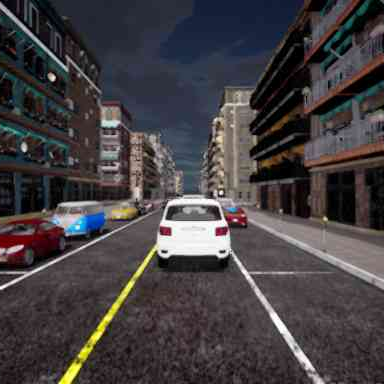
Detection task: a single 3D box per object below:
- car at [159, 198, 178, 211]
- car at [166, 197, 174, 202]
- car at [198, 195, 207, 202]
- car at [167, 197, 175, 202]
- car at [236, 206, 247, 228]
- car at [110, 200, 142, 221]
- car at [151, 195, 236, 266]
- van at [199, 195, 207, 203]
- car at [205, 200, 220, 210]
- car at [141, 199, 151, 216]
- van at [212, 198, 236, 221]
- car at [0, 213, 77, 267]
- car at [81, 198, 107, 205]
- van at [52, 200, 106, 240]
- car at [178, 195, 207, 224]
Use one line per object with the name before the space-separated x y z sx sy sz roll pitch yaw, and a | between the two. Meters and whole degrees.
car | -3.099 1.652 44.343 2.128 1.511 4.902 0 0 0
car | -5.898 2.003 88.819 1.802 1.307 4.206 -1 0 0
car | 2.665 1.737 88.777 2.192 1.841 5.009 -1 0 0
car | -5.902 2.027 94.341 1.947 1.339 4.313 -1 0 0
car | 2.670 1.615 22.736 1.887 1.381 4.507 0 0 0
car | -5.714 1.616 28.248 1.752 1.417 4.829 0 0 0
car | 0.058 1.255 11.751 2.150 2.045 5.566 0 0 0
van | 2.757 1.725 83.279 1.690 1.788 3.998 -1 0 0
car | 2.763 1.746 45.377 1.802 1.307 4.206 0 0 0
car | -5.717 1.679 34.079 1.947 1.339 4.313 0 0 0
van | 2.665 1.433 28.397 1.690 1.788 3.998 0 0 0
car | -5.702 1.614 11.432 1.802 1.307 4.206 0 0 0
car | -17.773 1.708 60.551 4.206 1.307 1.802 1 0 0
van | -5.708 1.392 17.096 1.690 1.788 3.998 0 0 0
car | 0.048 1.309 26.973 2.150 2.045 5.566 0 0 0
